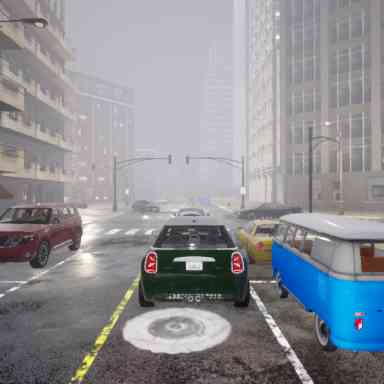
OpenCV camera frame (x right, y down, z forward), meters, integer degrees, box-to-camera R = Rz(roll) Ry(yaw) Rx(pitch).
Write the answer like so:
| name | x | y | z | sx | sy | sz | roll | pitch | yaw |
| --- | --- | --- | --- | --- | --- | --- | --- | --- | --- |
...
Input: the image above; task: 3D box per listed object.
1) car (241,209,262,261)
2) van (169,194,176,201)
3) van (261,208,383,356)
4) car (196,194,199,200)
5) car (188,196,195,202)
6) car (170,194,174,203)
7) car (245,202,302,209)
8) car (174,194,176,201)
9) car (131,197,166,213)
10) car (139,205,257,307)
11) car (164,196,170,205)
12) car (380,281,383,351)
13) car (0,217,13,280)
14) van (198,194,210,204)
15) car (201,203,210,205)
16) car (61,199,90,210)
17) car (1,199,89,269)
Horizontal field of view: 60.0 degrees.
| name | x | y | z | sx | sy | sz | roll | pitch | yaw |
| --- | --- | --- | --- | --- | --- | --- | --- | --- | --- |
| car | 2.550 | 1.531 | 11.606 | 1.752 | 1.417 | 4.829 | 0 | 0 | 0 |
| van | -5.470 | 1.542 | 93.731 | 1.690 | 1.788 | 3.998 | 0 | 0 | 0 |
| van | 2.561 | 1.343 | 5.900 | 1.690 | 1.788 | 3.998 | 0 | 0 | 0 |
| car | 2.428 | 1.704 | 82.640 | 1.887 | 1.381 | 4.507 | 0 | 0 | 0 |
| car | -0.143 | 1.645 | 84.804 | 1.882 | 1.535 | 5.008 | 0 | 0 | 0 |
| car | -5.433 | 1.561 | 71.523 | 1.967 | 1.590 | 4.097 | 0 | 0 | 0 |
| car | 5.926 | 1.491 | 25.843 | 5.357 | 1.411 | 2.033 | -1 | 0 | -7 |
| car | -5.443 | 1.705 | 77.075 | 1.947 | 1.339 | 4.313 | 0 | 0 | 0 |
| car | -4.921 | 1.537 | 35.089 | 1.837 | 1.490 | 4.892 | 0 | 0 | -30 |
| car | 0.050 | 1.355 | 8.120 | 2.097 | 1.767 | 4.553 | 0 | 0 | 0 |
| car | -5.413 | 1.613 | 60.247 | 1.752 | 1.417 | 4.829 | 0 | 0 | 0 |
| car | 2.569 | 1.526 | 0.536 | 1.752 | 1.417 | 4.829 | 0 | 0 | 0 |
| car | -5.319 | 1.442 | 5.880 | 1.967 | 1.590 | 4.097 | 0 | 0 | 0 |
| van | 2.467 | 1.429 | 60.431 | 1.690 | 1.788 | 3.998 | 0 | 0 | 0 |
| car | -0.029 | 1.536 | 17.164 | 1.812 | 1.442 | 4.674 | 0 | 0 | 0 |
| car | -16.444 | 1.738 | 46.959 | 4.181 | 1.385 | 1.994 | -1 | -1 | 41 |
| car | -5.328 | 1.321 | 11.416 | 2.192 | 1.841 | 5.009 | 0 | 0 | 0 |
